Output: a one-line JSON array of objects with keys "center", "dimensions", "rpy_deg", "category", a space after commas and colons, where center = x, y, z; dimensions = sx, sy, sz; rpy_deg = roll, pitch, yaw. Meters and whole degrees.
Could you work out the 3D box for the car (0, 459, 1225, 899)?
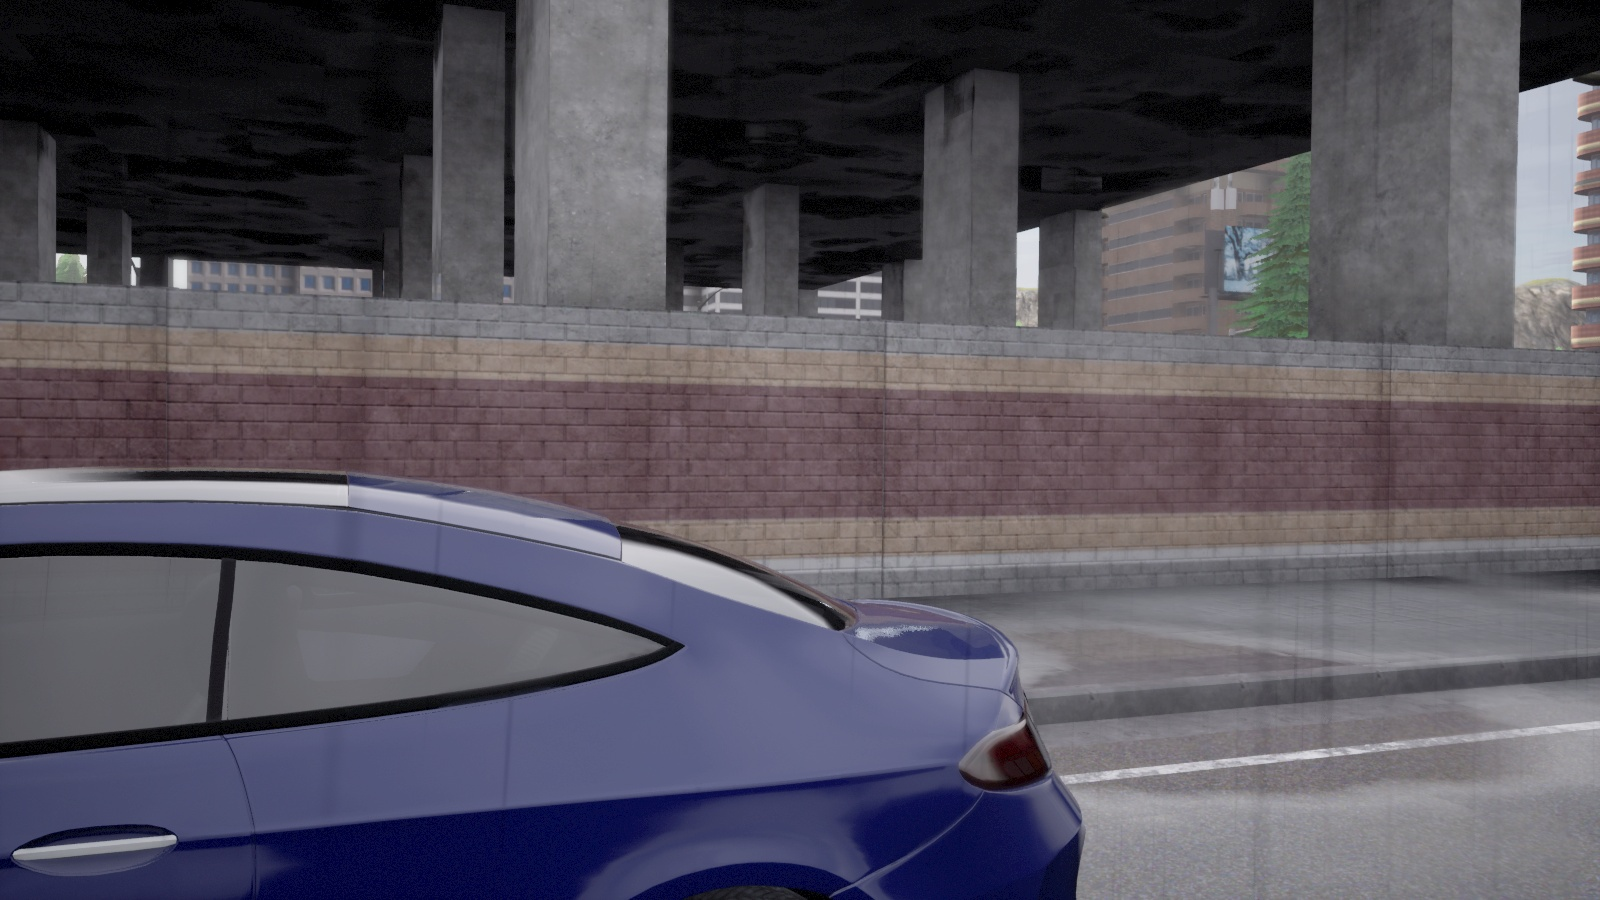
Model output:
[{"center": [-1.621, 0.799, 2.622], "dimensions": [4.674, 1.442, 1.812], "rpy_deg": [-1, 1, -21], "category": "car"}]
